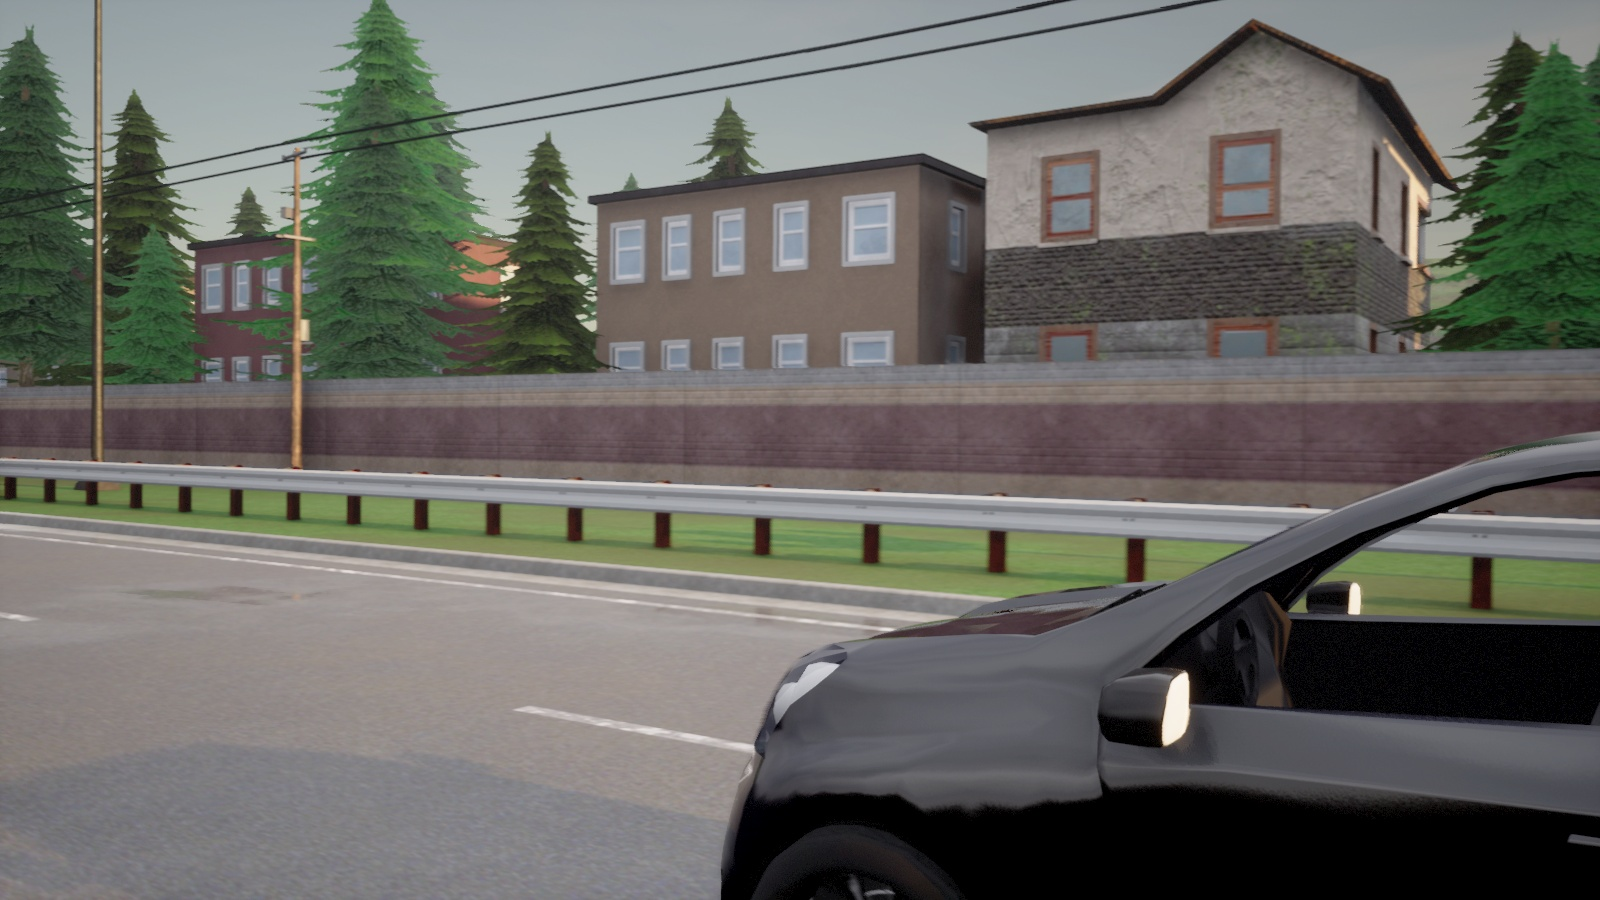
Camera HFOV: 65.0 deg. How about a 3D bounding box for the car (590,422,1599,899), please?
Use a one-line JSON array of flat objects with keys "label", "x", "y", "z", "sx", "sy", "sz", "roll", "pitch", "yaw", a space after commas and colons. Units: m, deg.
[{"label": "car", "x": 1.563, "y": 0.696, "z": 2.587, "sx": 3.633, "sy": 1.501, "sz": 1.845, "roll": 0, "pitch": 1, "yaw": 33}]
